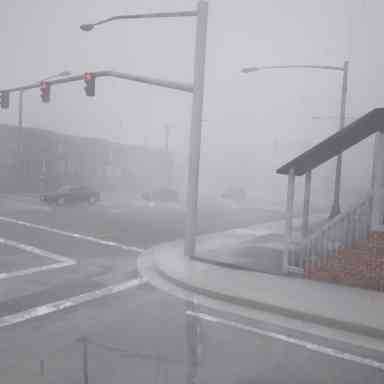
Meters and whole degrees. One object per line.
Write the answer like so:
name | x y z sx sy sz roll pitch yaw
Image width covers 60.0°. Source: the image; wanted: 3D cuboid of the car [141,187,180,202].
car | -3.276 0.228 35.189 1.837 1.490 4.892 5 2 36

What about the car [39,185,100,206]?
car | -9.580 0.224 26.419 1.837 1.490 4.892 5 3 35

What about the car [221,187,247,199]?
car | 6.146 0.081 48.170 2.097 1.767 4.553 5 3 36
